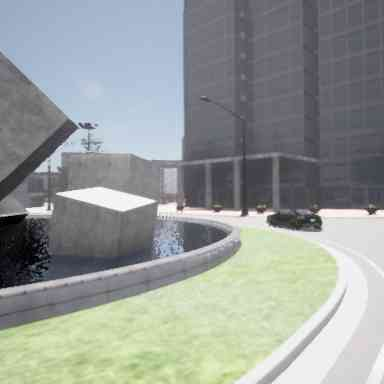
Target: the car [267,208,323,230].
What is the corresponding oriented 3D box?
[{"bbox_3d":[6.867,1.755,22.628,1.994,1.385,4.181,0,-1,-19],"label":"car"}]
